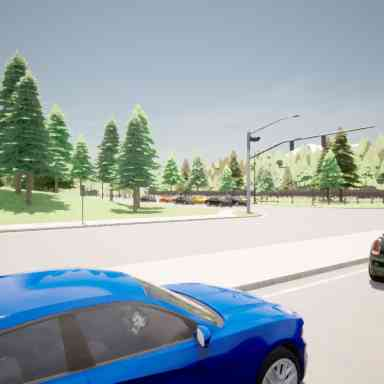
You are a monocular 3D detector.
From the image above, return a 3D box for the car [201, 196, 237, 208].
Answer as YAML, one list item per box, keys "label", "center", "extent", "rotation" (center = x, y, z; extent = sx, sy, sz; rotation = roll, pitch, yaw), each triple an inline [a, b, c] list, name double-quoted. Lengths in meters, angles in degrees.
- label: "car"
  center: [4.014, 1.478, 49.916]
  extent: [1.882, 1.535, 5.008]
  rotation: [0, 0, -35]

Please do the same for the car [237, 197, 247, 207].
- label: "car"
  center: [6.634, 1.478, 52.280]
  extent: [1.882, 1.535, 5.008]
  rotation: [0, 0, -35]

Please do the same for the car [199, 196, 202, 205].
- label: "car"
  center: [1.162, 1.478, 60.136]
  extent: [1.882, 1.535, 5.008]
  rotation: [0, 0, -35]

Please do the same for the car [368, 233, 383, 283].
- label: "car"
  center: [6.500, 1.352, 8.408]
  extent: [4.553, 1.767, 2.097]
  rotation: [0, 0, -35]

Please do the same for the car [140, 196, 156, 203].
- label: "car"
  center: [-9.034, 1.505, 68.755]
  extent: [1.837, 1.490, 4.892]
  rotation: [0, 0, -35]

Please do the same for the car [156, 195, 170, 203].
- label: "car"
  center: [-4.882, 1.351, 68.913]
  extent: [2.097, 1.767, 4.553]
  rotation: [0, 0, -35]

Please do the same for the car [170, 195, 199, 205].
- label: "car"
  center: [-1.360, 1.504, 57.623]
  extent: [1.837, 1.490, 4.892]
  rotation: [0, 0, -35]

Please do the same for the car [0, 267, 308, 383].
- label: "car"
  center: [-0.996, 1.478, 3.037]
  extent: [5.008, 1.535, 1.882]
  rotation: [0, 0, -35]
